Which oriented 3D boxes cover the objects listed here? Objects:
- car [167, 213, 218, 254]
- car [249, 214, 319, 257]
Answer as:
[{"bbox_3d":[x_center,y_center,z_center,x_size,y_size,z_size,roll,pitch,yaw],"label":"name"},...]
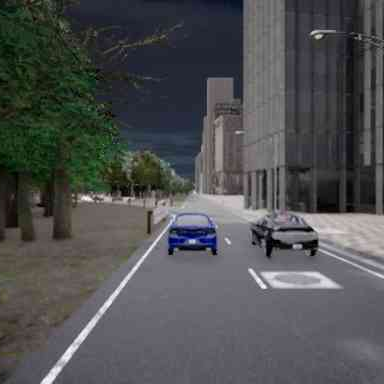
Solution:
[{"bbox_3d":[0.034,1.617,14.244,1.882,1.535,5.008,0,0,0],"label":"car"},{"bbox_3d":[3.526,1.625,13.501,2.128,1.511,4.902,0,0,0],"label":"car"}]
